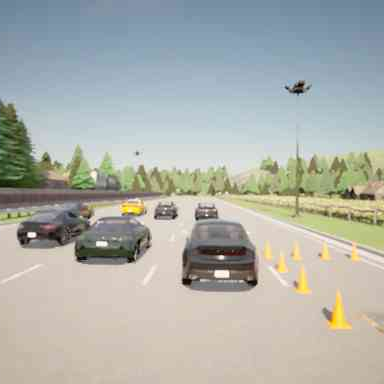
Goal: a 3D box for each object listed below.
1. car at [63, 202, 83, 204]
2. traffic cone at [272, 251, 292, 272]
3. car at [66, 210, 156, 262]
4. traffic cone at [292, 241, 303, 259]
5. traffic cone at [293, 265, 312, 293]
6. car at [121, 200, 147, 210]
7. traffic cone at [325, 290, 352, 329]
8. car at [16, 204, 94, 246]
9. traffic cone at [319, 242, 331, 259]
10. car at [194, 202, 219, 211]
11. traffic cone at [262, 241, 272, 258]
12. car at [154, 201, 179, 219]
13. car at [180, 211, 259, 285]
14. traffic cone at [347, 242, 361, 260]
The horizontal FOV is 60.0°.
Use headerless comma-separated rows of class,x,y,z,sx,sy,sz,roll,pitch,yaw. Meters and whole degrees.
car,-9.361,1.529,26.239,2.033,1.411,5.357,1,0,1
traffic cone,2.627,2.013,9.744,0.340,0.580,0.340,1,0,1
car,-2.719,1.573,12.221,1.994,1.385,4.181,1,0,1
traffic cone,3.678,2.030,11.718,0.340,0.580,0.340,1,0,1
traffic cone,2.575,2.006,7.745,0.340,0.580,0.340,1,0,1
car,-5.678,1.519,33.161,1.882,1.535,5.008,1,0,1
traffic cone,2.523,2.000,5.746,0.340,0.580,0.340,1,0,1
car,-6.143,1.507,15.180,1.812,1.442,4.674,1,0,1
traffic cone,4.678,2.040,11.692,0.340,0.580,0.340,1,0,1
car,1.182,1.588,27.691,2.128,1.511,4.902,1,0,1
traffic cone,2.678,2.019,11.744,0.340,0.580,0.340,1,0,1
car,-2.257,1.559,30.090,2.128,1.511,4.902,1,0,1
car,0.716,1.542,9.655,1.837,1.490,4.892,1,0,1
traffic cone,5.677,2.051,11.666,0.340,0.580,0.340,1,0,1
